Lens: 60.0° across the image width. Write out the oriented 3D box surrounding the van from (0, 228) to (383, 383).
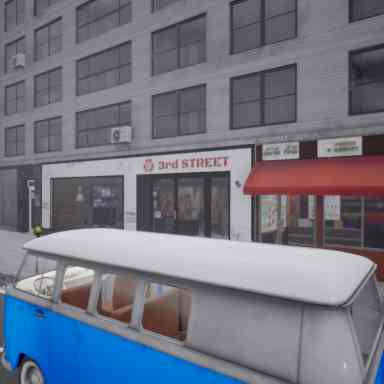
[{"bbox_3d":[-0.264,1.341,3.265,3.998,1.788,1.690,0,0,35],"label":"van"}]
